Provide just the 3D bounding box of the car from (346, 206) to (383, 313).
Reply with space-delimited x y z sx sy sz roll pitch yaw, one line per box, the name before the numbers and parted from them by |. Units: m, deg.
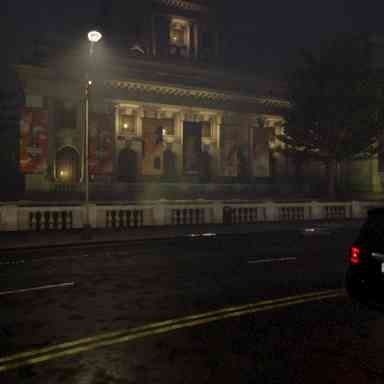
car | 5.369 1.223 6.088 5.566 2.045 2.150 0 0 -26
